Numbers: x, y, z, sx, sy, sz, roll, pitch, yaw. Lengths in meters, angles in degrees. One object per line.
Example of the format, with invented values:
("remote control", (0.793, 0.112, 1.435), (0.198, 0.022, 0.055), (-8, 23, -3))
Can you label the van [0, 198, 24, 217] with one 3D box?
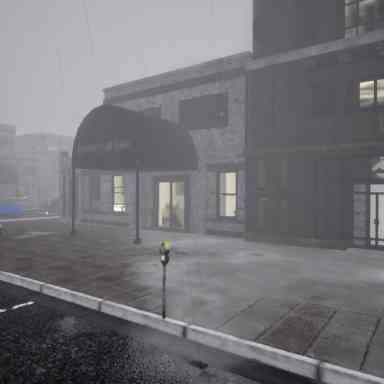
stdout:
("van", (-17.327, 1.415, 29.849), (1.690, 1.788, 3.998), (0, 0, 35))

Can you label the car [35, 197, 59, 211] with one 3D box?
("car", (-16.438, 1.413, 41.223), (2.097, 1.767, 4.553), (0, 0, 35))
